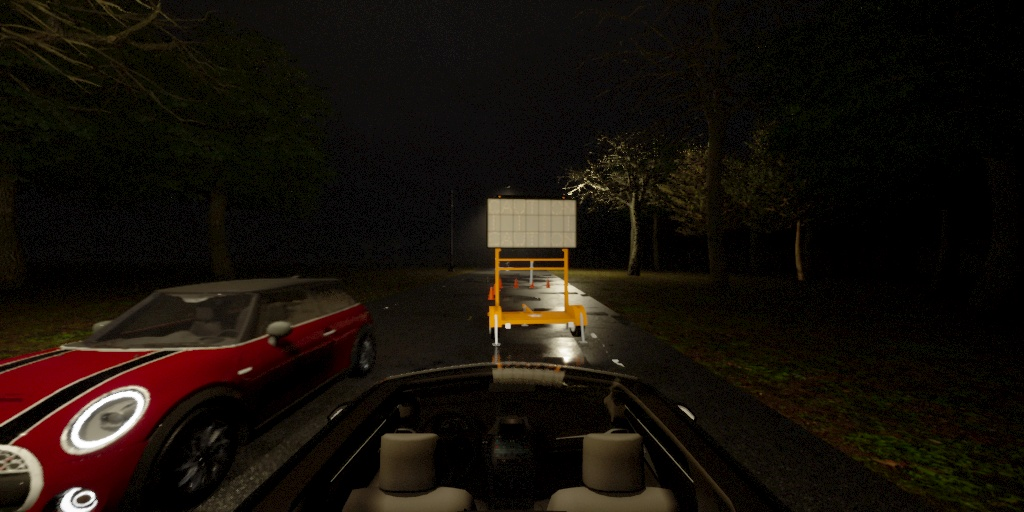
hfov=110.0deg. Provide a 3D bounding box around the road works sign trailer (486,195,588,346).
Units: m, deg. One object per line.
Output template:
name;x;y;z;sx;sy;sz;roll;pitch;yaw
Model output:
road works sign trailer;0.504;0.211;9.513;2.380;3.560;2.880;0;0;-6

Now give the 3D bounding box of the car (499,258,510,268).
car;-1.460;1.159;60.607;2.097;1.767;4.553;0;0;2

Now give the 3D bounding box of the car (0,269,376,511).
car;-3.468;1.100;4.336;2.097;1.767;4.553;0;0;2
